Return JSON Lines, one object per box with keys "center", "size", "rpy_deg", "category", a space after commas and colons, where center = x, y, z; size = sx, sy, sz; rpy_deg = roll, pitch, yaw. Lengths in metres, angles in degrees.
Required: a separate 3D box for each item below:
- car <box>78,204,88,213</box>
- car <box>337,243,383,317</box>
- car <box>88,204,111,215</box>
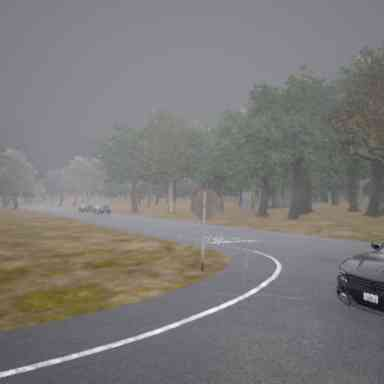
{"center": [-18.186, 2.820, 57.234], "size": [1.837, 1.490, 4.892], "rpy_deg": [3, -3, -31], "category": "car"}
{"center": [5.052, 1.507, 6.811], "size": [5.008, 1.535, 1.882], "rpy_deg": [1, -1, -32], "category": "car"}
{"center": [-13.613, 2.627, 49.849], "size": [1.837, 1.490, 4.892], "rpy_deg": [3, -3, -31], "category": "car"}
